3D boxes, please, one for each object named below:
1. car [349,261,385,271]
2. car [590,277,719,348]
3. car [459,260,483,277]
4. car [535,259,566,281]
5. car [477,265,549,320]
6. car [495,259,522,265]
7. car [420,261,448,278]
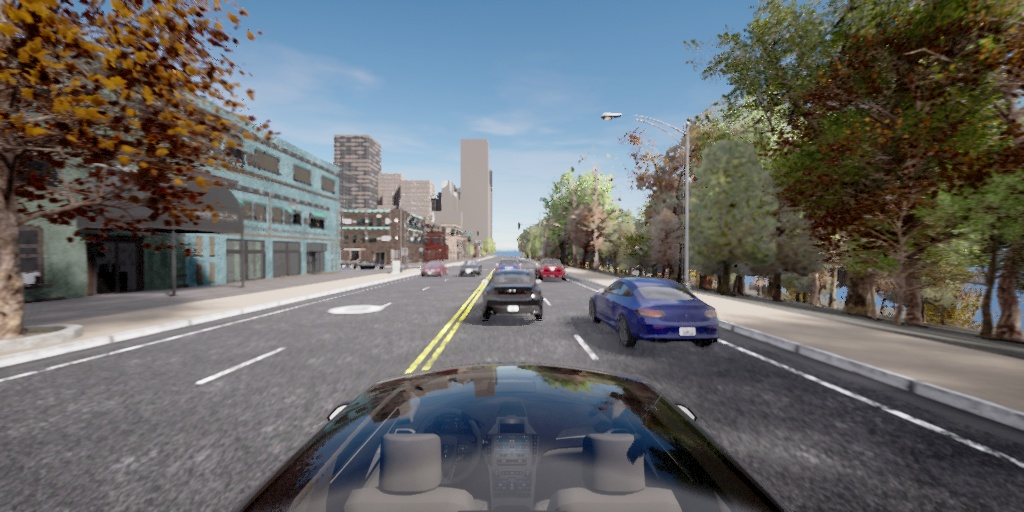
[{"bbox_3d":[-20.688,1.398,51.972,4.313,1.339,1.948,0,0,-1],"label":"car"},{"bbox_3d":[3.289,1.249,9.064,1.812,1.442,4.674,0,0,-1],"label":"car"},{"bbox_3d":[-3.763,1.134,33.478,2.128,1.511,4.902,0,0,-1],"label":"car"},{"bbox_3d":[2.990,1.008,28.949,2.097,1.767,4.553,0,0,-1],"label":"car"},{"bbox_3d":[-0.001,1.217,12.362,1.837,1.490,4.892,0,0,-1],"label":"car"},{"bbox_3d":[-0.259,1.009,28.965,2.097,1.767,4.553,0,0,-1],"label":"car"},{"bbox_3d":[-7.005,1.170,32.691,1.812,1.442,4.674,0,0,-1],"label":"car"}]
